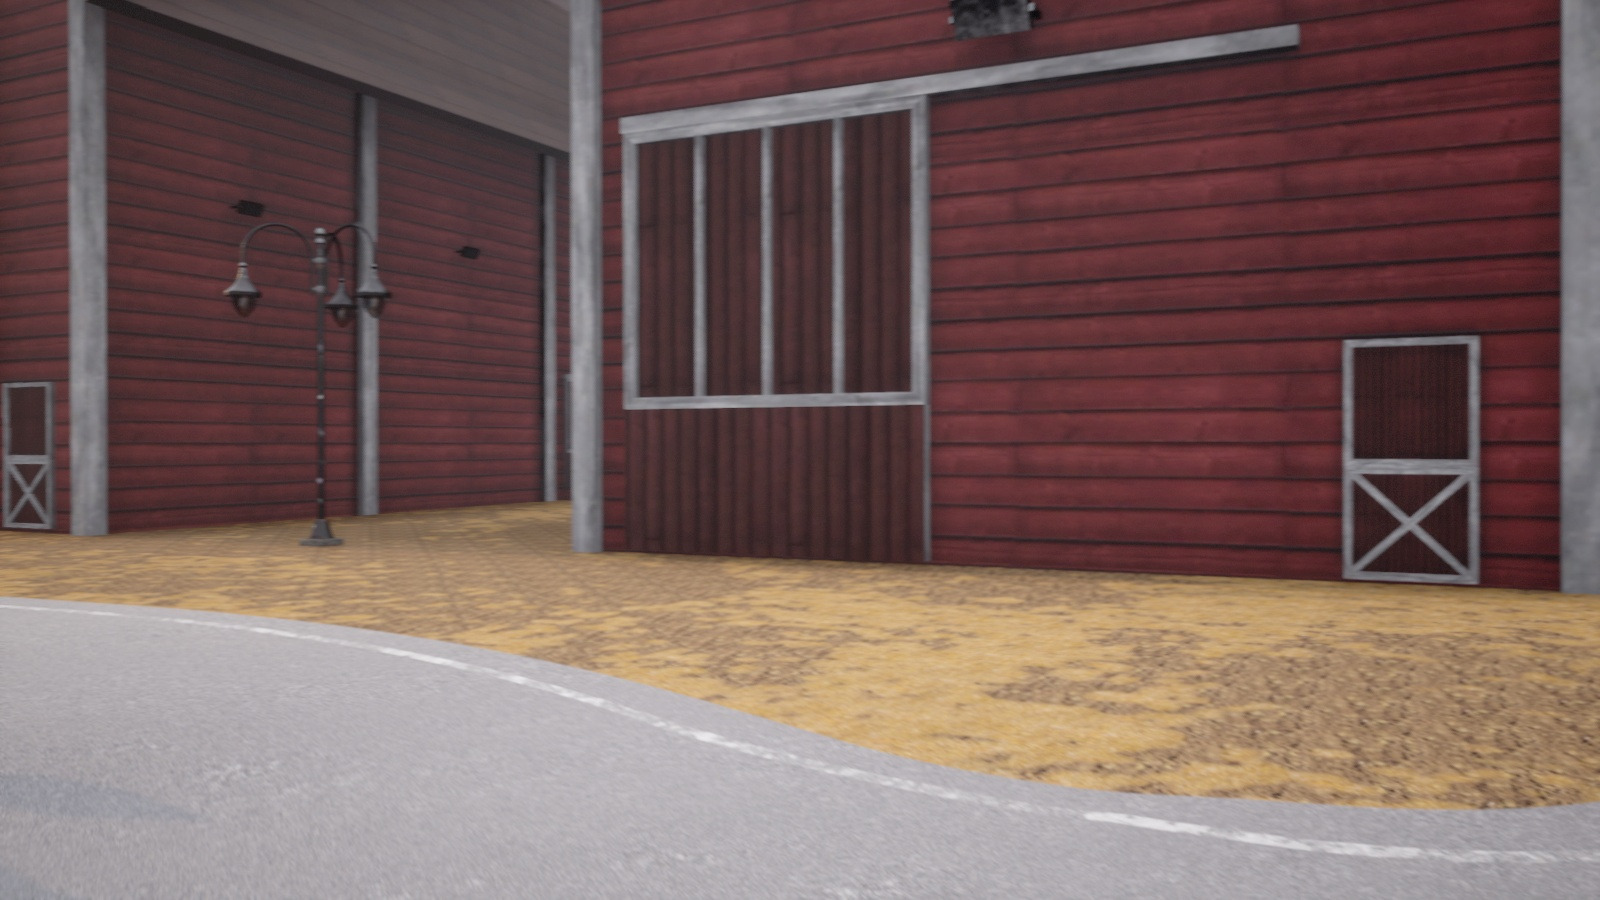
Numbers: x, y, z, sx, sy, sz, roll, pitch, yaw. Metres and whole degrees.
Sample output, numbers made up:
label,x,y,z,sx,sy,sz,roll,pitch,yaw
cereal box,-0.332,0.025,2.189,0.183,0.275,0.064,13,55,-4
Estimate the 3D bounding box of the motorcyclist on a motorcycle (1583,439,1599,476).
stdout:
label,x,y,z,sx,sy,sz,roll,pitch,yaw
motorcyclist on a motorcycle,34.045,0.313,52.630,2.044,1.523,0.797,0,0,27
